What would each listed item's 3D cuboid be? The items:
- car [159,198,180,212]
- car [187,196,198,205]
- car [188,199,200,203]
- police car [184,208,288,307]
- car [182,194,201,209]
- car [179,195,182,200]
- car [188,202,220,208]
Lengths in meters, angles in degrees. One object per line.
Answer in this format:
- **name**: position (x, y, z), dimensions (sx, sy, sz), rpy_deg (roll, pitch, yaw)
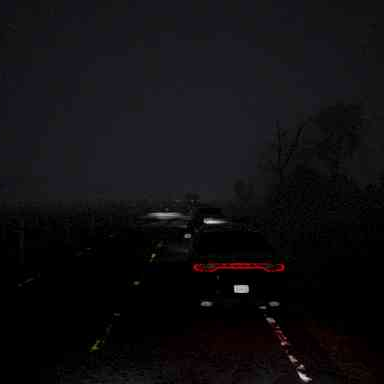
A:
- **car**: position (-2.716, 1.619, 38.333), dimensions (1.895, 1.301, 4.718), rpy_deg (0, 0, 0)
- **car**: position (0.054, 1.534, 60.575), dimensions (1.882, 1.535, 5.008), rpy_deg (0, 0, 0)
- **car**: position (0.847, 1.511, 24.068), dimensions (1.837, 1.490, 4.892), rpy_deg (0, 0, 0)
- **police car**: position (0.833, 1.426, 8.178), dimensions (1.930, 1.638, 5.238), rpy_deg (0, 0, 0)
- **car**: position (0.078, 1.251, 45.961), dimensions (2.150, 2.045, 5.566), rpy_deg (0, 0, 1)
- **car**: position (-2.666, 1.499, 95.128), dimensions (2.097, 1.767, 4.553), rpy_deg (0, 0, 0)
- **car**: position (0.841, 1.508, 18.068), dimensions (1.837, 1.490, 4.892), rpy_deg (0, 0, 0)
